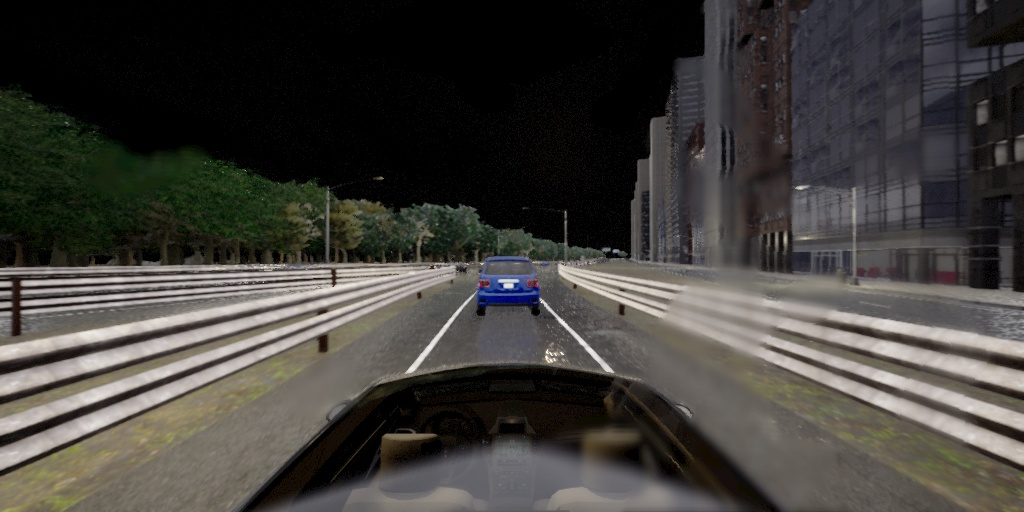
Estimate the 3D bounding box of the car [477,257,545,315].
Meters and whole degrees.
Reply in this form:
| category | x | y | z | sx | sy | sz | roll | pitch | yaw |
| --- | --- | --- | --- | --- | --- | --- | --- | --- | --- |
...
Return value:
| category | x | y | z | sx | sy | sz | roll | pitch | yaw |
| --- | --- | --- | --- | --- | --- | --- | --- | --- | --- |
| car | -0.158 | 1.057 | 14.153 | 2.150 | 2.045 | 5.566 | 0 | 0 | -1 |

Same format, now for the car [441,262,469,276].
| category | x | y | z | sx | sy | sz | roll | pitch | yaw |
| --- | --- | --- | --- | --- | --- | --- | --- | --- | --- |
| car | -6.932 | 1.510 | 44.119 | 2.128 | 1.511 | 4.902 | 0 | -1 | 17 |

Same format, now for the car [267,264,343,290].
| category | x | y | z | sx | sy | sz | roll | pitch | yaw |
| --- | --- | --- | --- | --- | --- | --- | --- | --- | --- |
| car | -13.254 | 1.269 | 23.382 | 2.128 | 1.511 | 4.902 | 0 | -1 | 17 |
